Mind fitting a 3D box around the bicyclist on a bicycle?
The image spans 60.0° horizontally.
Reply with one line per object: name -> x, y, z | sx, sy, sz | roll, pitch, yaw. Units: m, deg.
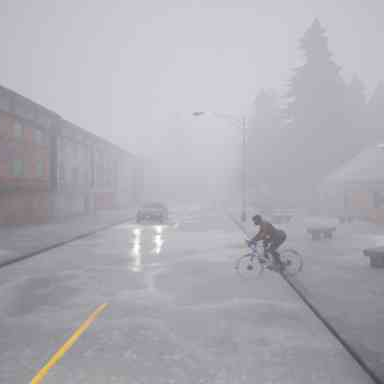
bicyclist on a bicycle -> 1.867, 1.373, 8.295 | 1.656, 1.620, 0.582 | -7, 0, 3

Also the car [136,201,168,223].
car -> -2.883, 1.467, 24.885 | 1.837, 1.490, 4.892 | 0, 0, 3

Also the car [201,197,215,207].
car -> 2.384, 1.449, 48.463 | 1.812, 1.442, 4.674 | 0, 0, 3
